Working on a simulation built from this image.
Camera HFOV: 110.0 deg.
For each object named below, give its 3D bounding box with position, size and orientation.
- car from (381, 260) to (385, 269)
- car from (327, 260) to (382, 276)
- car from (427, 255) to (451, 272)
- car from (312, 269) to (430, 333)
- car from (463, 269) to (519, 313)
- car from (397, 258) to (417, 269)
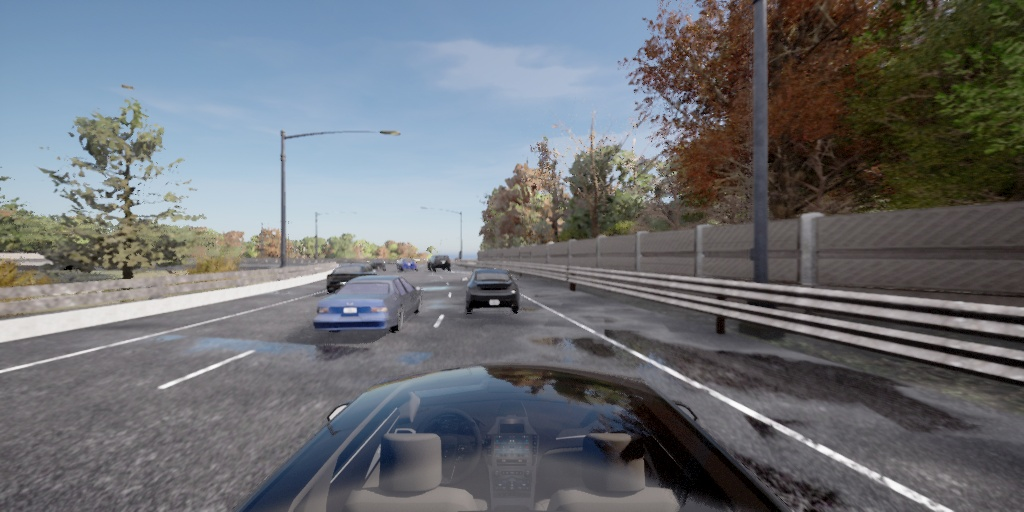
[{"bbox_3d":[-18.009,1.214,47.670,1.837,1.490,4.892,0,0,-26],"label":"car"},{"bbox_3d":[-8.945,1.215,20.387,1.882,1.535,5.008,0,0,-11],"label":"car"},{"bbox_3d":[-9.333,0.914,45.645,2.150,2.045,5.566,0,0,-22],"label":"car"},{"bbox_3d":[-3.951,1.290,10.736,2.033,1.411,5.357,0,0,-5],"label":"car"},{"bbox_3d":[-0.852,1.235,13.892,1.837,1.490,4.892,0,0,-7],"label":"car"},{"bbox_3d":[-13.791,1.053,46.881,2.097,1.767,4.553,0,0,-24],"label":"car"}]
